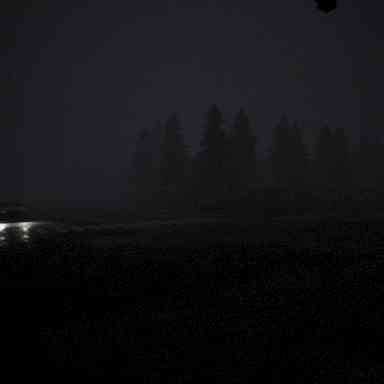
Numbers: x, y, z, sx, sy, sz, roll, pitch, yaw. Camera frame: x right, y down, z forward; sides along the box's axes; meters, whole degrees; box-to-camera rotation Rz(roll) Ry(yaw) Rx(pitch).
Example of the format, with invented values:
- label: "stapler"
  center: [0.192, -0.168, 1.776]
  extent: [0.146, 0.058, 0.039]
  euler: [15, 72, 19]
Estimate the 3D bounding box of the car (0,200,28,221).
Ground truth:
- label: "car"
  center: [-14.777, 1.458, 27.128]
  extent: [1.882, 1.535, 5.008]
  euler: [0, 0, -36]
